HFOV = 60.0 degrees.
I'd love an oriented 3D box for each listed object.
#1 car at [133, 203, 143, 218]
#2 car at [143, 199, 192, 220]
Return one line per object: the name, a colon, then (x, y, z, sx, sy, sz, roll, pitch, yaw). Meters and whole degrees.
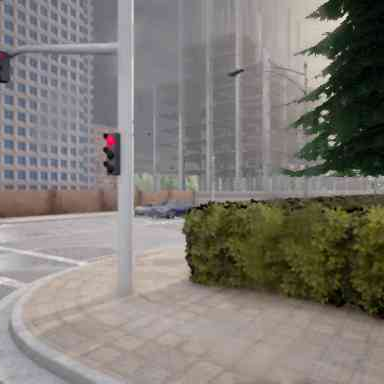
car: (-4.124, 1.668, 31.681, 1.895, 1.301, 4.718, 0, 0, 36)
car: (-1.713, 1.417, 29.033, 2.097, 1.767, 4.553, 0, 0, 36)
